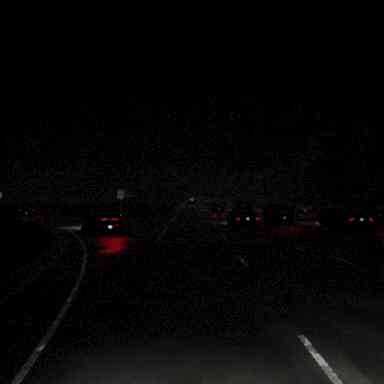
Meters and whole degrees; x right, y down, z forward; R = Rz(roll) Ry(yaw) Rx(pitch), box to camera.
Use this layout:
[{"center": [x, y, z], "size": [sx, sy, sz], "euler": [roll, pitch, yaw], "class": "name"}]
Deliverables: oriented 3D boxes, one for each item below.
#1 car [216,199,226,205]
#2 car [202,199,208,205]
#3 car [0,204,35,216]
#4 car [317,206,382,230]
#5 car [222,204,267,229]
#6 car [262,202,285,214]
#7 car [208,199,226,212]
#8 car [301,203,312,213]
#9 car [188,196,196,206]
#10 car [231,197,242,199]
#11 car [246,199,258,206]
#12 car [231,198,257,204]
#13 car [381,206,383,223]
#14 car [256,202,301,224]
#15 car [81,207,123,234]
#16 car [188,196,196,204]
[{"center": [6.991, 2.421, 79.652], "size": [1.994, 1.385, 4.181], "euler": [0, -1, 0], "class": "car"}, {"center": [3.491, 2.395, 79.651], "size": [2.128, 1.511, 4.902], "euler": [0, -1, 0], "class": "car"}, {"center": [-19.772, 2.020, 37.476], "size": [4.718, 1.301, 1.895], "euler": [0, -1, 37], "class": "car"}, {"center": [10.597, 1.802, 23.268], "size": [2.033, 1.411, 5.357], "euler": [0, -1, 0], "class": "car"}, {"center": [3.596, 1.811, 23.949], "size": [2.033, 1.411, 5.357], "euler": [0, -1, 0], "class": "car"}, {"center": [10.595, 2.078, 43.770], "size": [1.895, 1.301, 4.718], "euler": [0, -1, 0], "class": "car"}, {"center": [3.594, 2.039, 46.827], "size": [1.812, 1.442, 4.674], "euler": [0, -1, 0], "class": "car"}, {"center": [14.094, 2.077, 43.770], "size": [1.895, 1.301, 4.718], "euler": [0, -1, 0], "class": "car"}, {"center": [-0.009, 2.320, 73.401], "size": [2.128, 1.511, 4.902], "euler": [0, -1, 0], "class": "car"}, {"center": [10.491, 2.070, 77.602], "size": [2.150, 2.045, 5.566], "euler": [0, -1, 0], "class": "car"}, {"center": [13.991, 2.344, 77.570], "size": [1.837, 1.490, 4.892], "euler": [0, -1, 0], "class": "car"}, {"center": [7.094, 1.993, 45.869], "size": [2.128, 1.511, 4.902], "euler": [0, -1, 0], "class": "car"}, {"center": [14.097, 1.804, 25.567], "size": [1.812, 1.442, 4.674], "euler": [0, -1, 0], "class": "car"}, {"center": [7.096, 1.797, 27.900], "size": [2.128, 1.511, 4.902], "euler": [0, -1, 0], "class": "car"}, {"center": [-5.719, 1.737, 20.911], "size": [1.837, 1.490, 4.892], "euler": [1, -1, -27], "class": "car"}, {"center": [-0.010, 1.975, 83.855], "size": [2.150, 2.045, 5.566], "euler": [0, -1, 0], "class": "car"}]
